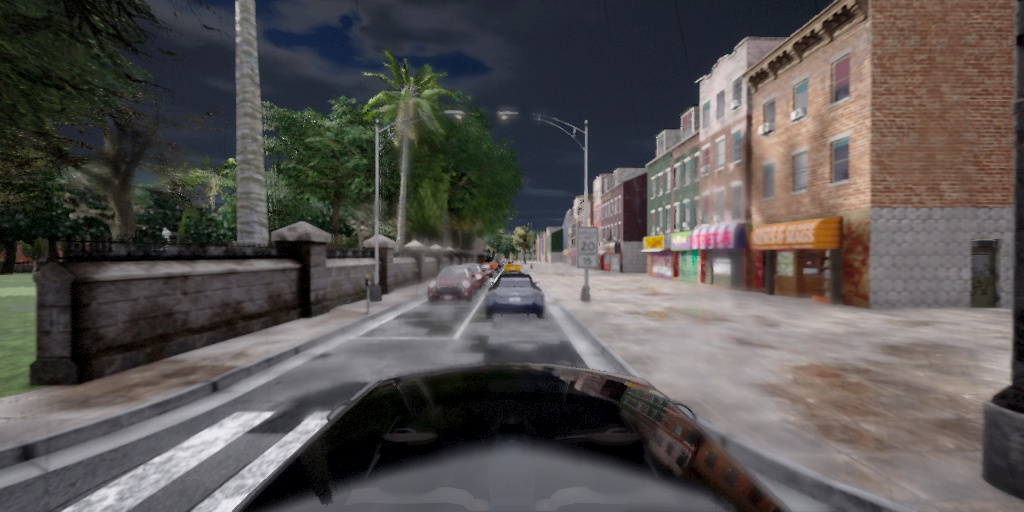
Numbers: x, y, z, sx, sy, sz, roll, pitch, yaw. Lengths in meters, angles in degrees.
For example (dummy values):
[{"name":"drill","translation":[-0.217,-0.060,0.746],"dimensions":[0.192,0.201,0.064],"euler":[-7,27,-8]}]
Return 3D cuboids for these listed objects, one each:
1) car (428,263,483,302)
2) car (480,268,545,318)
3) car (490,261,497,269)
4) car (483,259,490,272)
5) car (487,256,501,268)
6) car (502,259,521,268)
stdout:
[{"name":"car","translation":[-2.640,1.192,16.788],"dimensions":[1.967,1.591,4.097],"euler":[0,0,0]},{"name":"car","translation":[0.101,1.320,13.048],"dimensions":[1.994,1.385,4.181],"euler":[0,0,0]},{"name":"car","translation":[-2.642,1.361,33.853],"dimensions":[1.802,1.307,4.207],"euler":[0,0,0]},{"name":"car","translation":[-2.640,1.199,22.476],"dimensions":[1.967,1.591,4.097],"euler":[0,0,0]},{"name":"car","translation":[-2.992,1.177,50.364],"dimensions":[2.097,1.767,4.553],"euler":[0,0,0]},{"name":"car","translation":[0.095,1.285,42.751],"dimensions":[1.882,1.535,5.008],"euler":[0,0,0]}]
